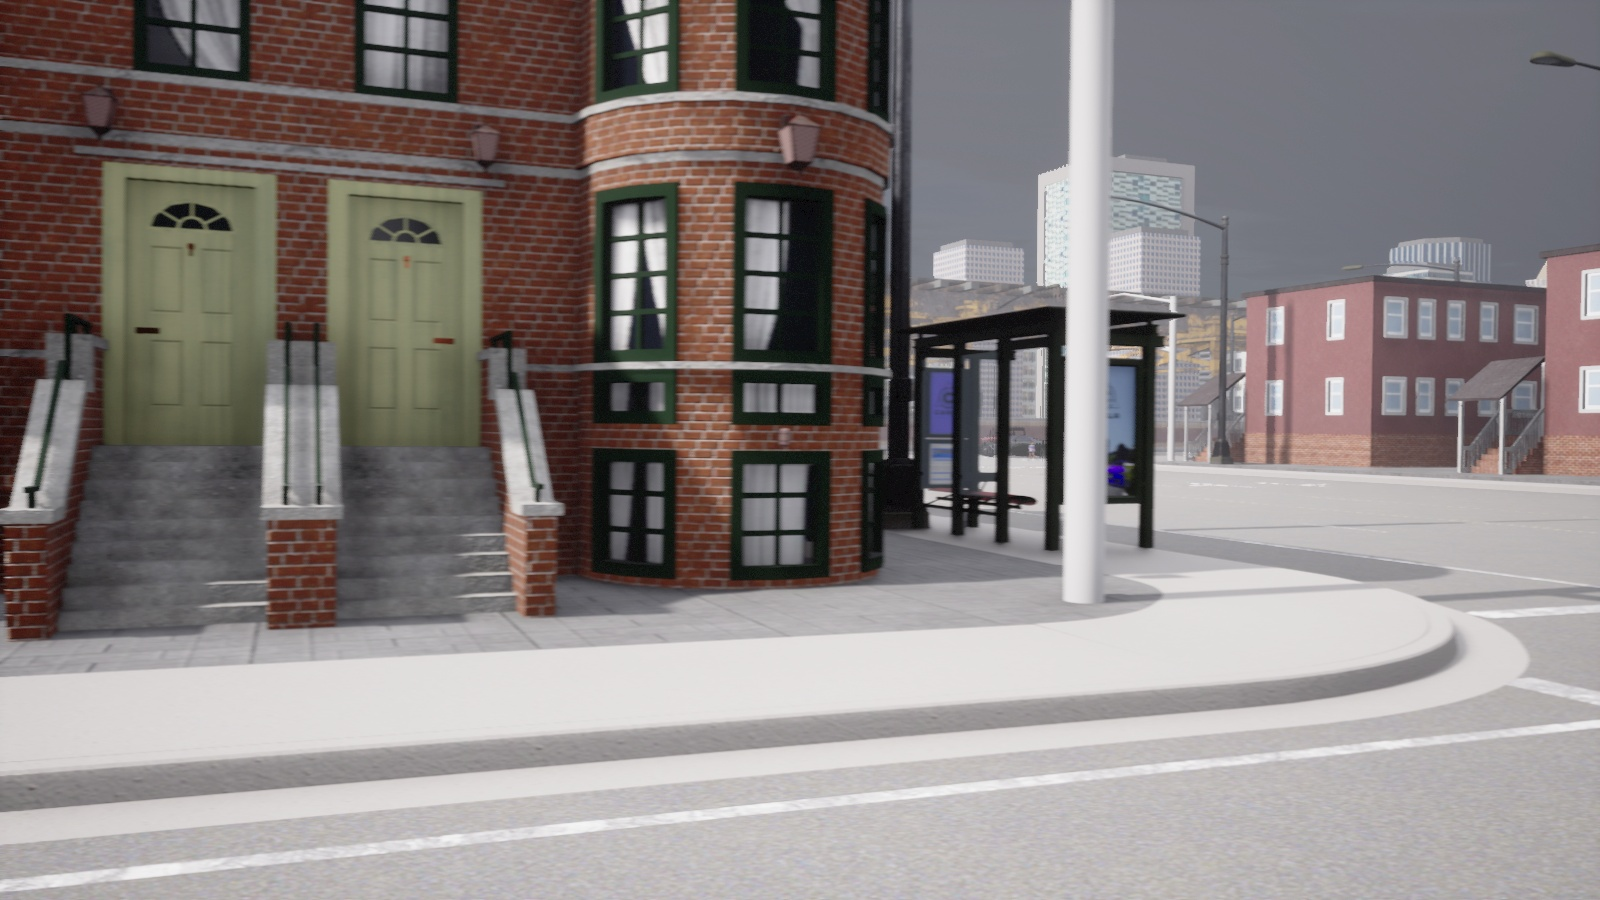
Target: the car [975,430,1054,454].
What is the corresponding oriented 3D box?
[{"bbox_3d":[12.787,-0.496,74.981,4.181,1.385,1.994,-1,1,-20],"label":"car"}]
